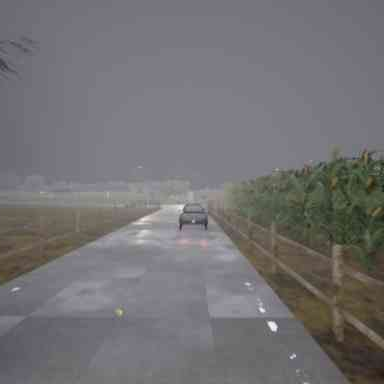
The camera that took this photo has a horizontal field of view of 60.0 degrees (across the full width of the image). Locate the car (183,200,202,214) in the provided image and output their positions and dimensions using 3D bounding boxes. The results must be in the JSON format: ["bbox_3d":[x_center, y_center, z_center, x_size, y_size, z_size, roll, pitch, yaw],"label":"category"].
[{"bbox_3d":[0.084,1.782,40.457,2.128,1.511,4.902,0,-1,0],"label":"car"}]

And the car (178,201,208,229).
[{"bbox_3d":[0.091,1.611,22.622,2.128,1.511,4.902,0,-1,0],"label":"car"}]
